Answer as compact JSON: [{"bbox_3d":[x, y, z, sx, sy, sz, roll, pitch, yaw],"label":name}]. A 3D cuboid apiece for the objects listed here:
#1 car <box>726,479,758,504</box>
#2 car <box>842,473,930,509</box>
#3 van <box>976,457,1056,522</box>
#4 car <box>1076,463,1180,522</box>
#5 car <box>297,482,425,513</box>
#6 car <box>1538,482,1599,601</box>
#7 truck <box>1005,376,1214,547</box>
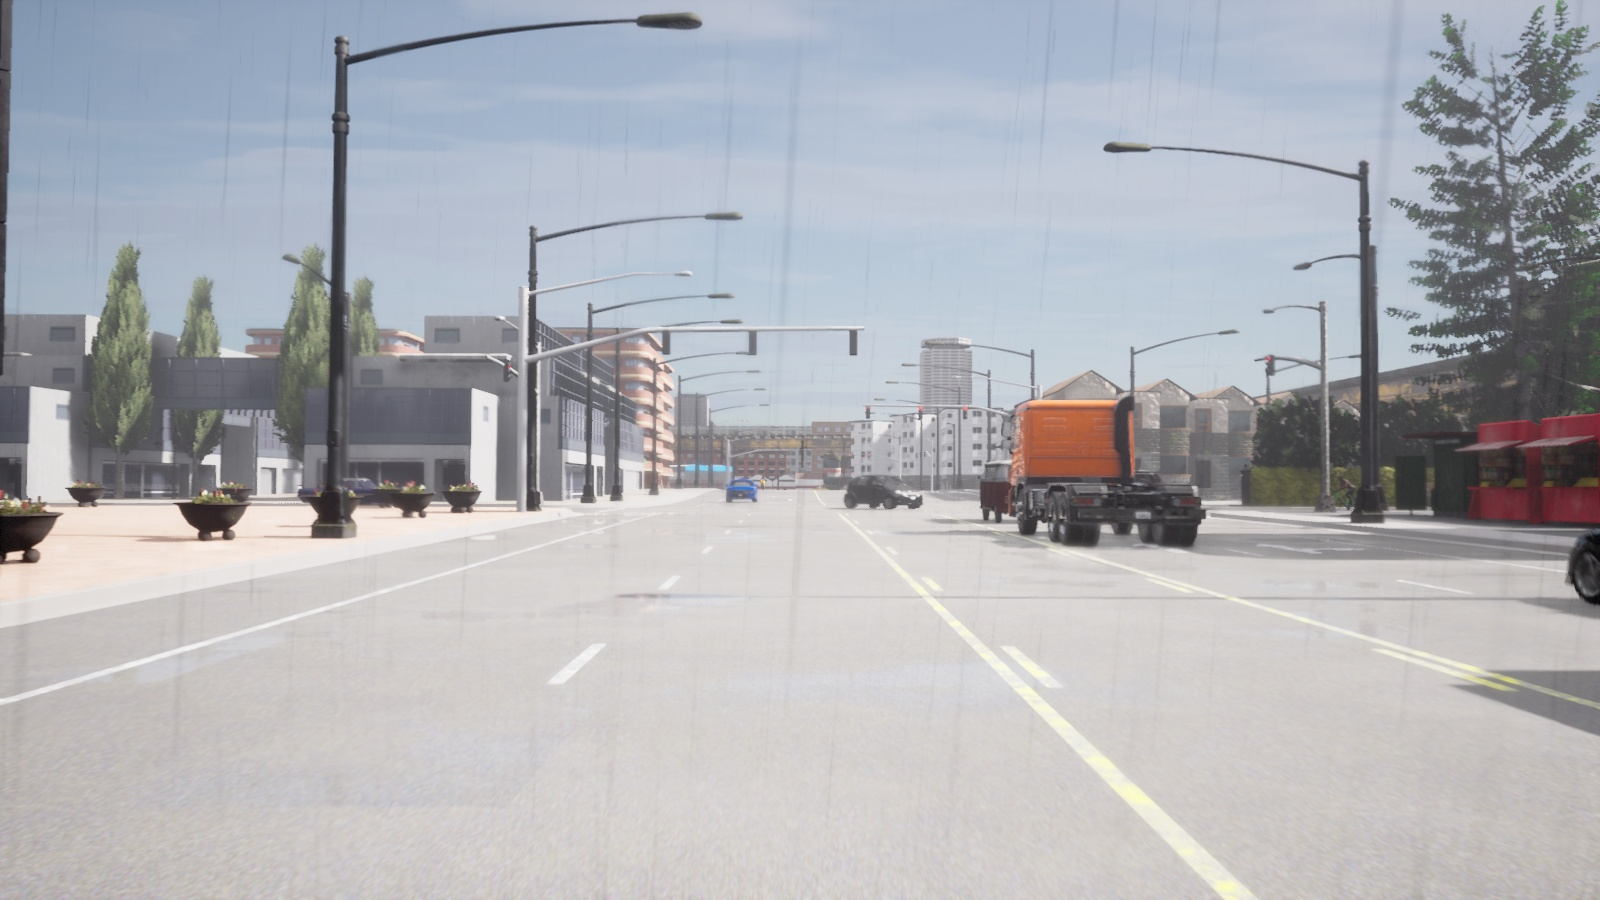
[{"bbox_3d":[-3.691,2.626,80.647,1.882,1.535,5.008,-1,-2,0],"label":"car"},{"bbox_3d":[3.951,1.884,58.458,1.851,1.617,3.988,1,-2,-39],"label":"car"},{"bbox_3d":[6.902,1.257,40.516,1.775,1.987,4.442,0,-1,0],"label":"van"},{"bbox_3d":[10.404,1.339,40.183,2.097,1.767,4.553,0,-1,0],"label":"car"},{"bbox_3d":[-18.489,1.998,52.981,4.718,1.301,1.895,0,-2,0],"label":"car"},{"bbox_3d":[10.467,1.073,14.008,1.994,1.385,4.181,0,-1,0],"label":"car"},{"bbox_3d":[6.927,0.304,29.441,2.891,3.462,7.936,0,-1,0],"label":"truck"}]
